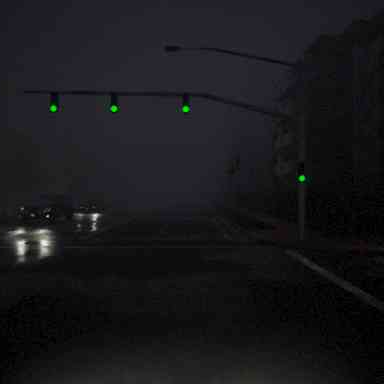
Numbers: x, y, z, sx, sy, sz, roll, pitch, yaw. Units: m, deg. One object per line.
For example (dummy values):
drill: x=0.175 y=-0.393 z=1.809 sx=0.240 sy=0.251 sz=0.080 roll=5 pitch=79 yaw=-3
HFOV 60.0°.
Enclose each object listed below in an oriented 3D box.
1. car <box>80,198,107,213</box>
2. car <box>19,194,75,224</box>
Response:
car: x=-10.576 y=1.455 z=36.041 sx=1.837 sy=1.490 sz=4.892 roll=0 pitch=0 yaw=0
car: x=-10.596 y=1.188 z=24.862 sx=2.150 sy=2.045 sz=5.566 roll=0 pitch=0 yaw=0
